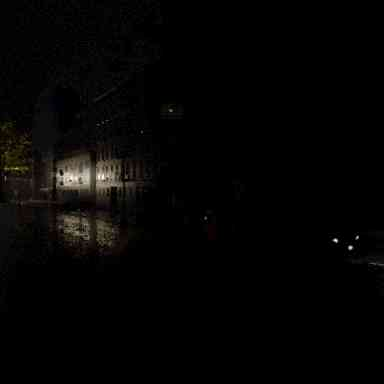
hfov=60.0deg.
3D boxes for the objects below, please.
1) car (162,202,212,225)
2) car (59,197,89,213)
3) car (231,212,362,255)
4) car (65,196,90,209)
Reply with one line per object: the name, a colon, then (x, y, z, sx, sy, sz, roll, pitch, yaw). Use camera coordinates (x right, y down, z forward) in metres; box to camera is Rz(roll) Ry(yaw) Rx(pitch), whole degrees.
car: (-0.465, 1.546, 24.904, 1.837, 1.490, 4.892, 0, 0, -36)
car: (-14.030, 1.599, 38.827, 2.033, 1.411, 5.357, 0, 0, -35)
car: (3.948, 1.548, 13.688, 2.033, 1.411, 5.357, 0, 0, -36)
car: (-16.143, 1.435, 46.767, 2.097, 1.767, 4.553, 0, 0, -36)
